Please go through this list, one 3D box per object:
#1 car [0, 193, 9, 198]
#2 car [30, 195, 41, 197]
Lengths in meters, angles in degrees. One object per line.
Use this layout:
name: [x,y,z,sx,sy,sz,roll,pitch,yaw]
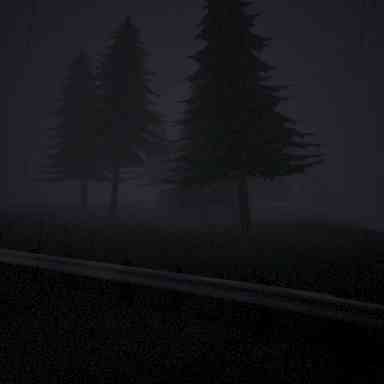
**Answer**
car: [-39.425,1.224,67.132,2.150,2.045,5.566,0,0,9]
car: [-39.166,1.468,82.499,1.882,1.535,5.008,0,0,-2]
